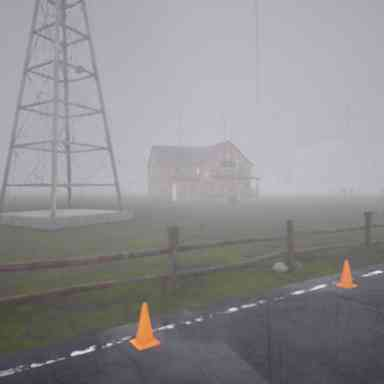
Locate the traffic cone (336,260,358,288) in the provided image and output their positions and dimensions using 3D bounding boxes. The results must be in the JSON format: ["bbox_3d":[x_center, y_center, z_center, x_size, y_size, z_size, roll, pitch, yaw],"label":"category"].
[{"bbox_3d":[3.559,1.862,7.656,0.340,0.580,0.340,-1,1,-32],"label":"traffic cone"}]

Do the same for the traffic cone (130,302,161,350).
[{"bbox_3d":[-0.685,1.916,4.867,0.340,0.580,0.340,-1,1,-34],"label":"traffic cone"}]
